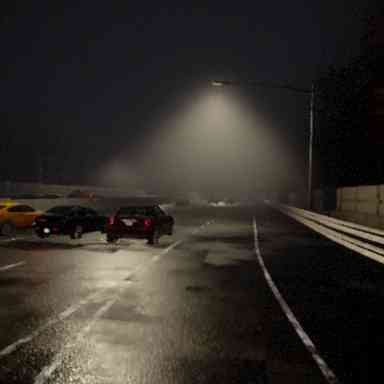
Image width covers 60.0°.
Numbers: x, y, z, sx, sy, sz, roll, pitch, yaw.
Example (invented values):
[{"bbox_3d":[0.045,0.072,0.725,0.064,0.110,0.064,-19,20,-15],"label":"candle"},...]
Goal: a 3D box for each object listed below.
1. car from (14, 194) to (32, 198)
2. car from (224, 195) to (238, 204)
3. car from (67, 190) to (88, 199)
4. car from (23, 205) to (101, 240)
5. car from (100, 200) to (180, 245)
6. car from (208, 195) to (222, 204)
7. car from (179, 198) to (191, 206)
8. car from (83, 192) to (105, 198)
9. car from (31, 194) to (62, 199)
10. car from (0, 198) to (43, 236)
[{"bbox_3d":[-24.640,1.022,49.611,1.837,1.490,4.892,2,0,11],"label":"car"},{"bbox_3d":[9.384,2.159,80.333,1.837,1.490,4.892,2,0,10],"label":"car"},{"bbox_3d":[-21.905,0.595,64.503,2.150,2.045,5.566,2,0,10],"label":"car"},{"bbox_3d":[-5.723,1.403,16.422,1.837,1.490,4.892,2,0,10],"label":"car"},{"bbox_3d":[-2.259,1.345,15.889,2.097,1.767,4.553,2,0,10],"label":"car"},{"bbox_3d":[4.879,1.726,75.037,2.150,2.045,5.566,2,0,10],"label":"car"},{"bbox_3d":[-1.501,1.801,59.465,1.994,1.385,4.181,2,0,10],"label":"car"},{"bbox_3d":[-18.379,1.325,64.437,2.128,1.511,4.902,2,0,10],"label":"car"},{"bbox_3d":[-21.123,1.144,49.413,1.812,1.442,4.674,2,0,11],"label":"car"},{"bbox_3d":[-9.183,1.277,16.946,1.882,1.535,5.008,2,0,10],"label":"car"}]
